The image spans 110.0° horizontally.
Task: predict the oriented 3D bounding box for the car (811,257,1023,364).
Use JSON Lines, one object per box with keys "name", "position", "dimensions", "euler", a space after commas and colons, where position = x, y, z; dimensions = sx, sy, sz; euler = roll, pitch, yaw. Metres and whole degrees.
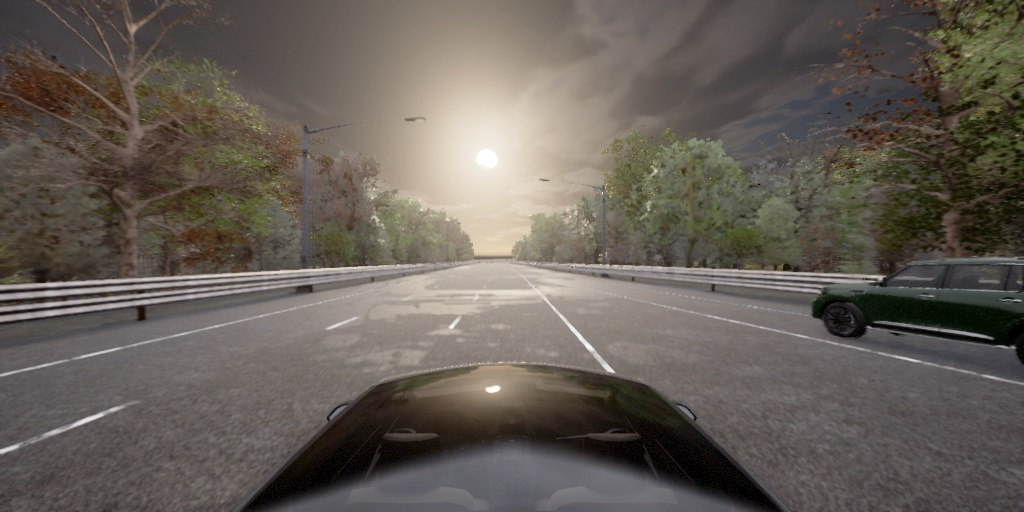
{"name": "car", "position": [9.719, 1.041, 7.607], "dimensions": [2.150, 2.045, 5.566], "euler": [0, 0, -10]}
